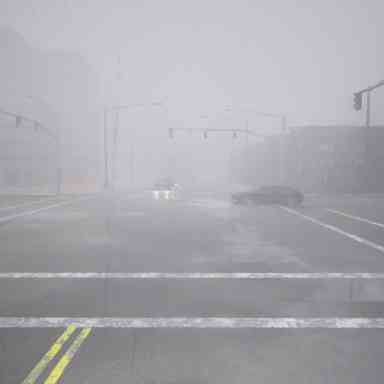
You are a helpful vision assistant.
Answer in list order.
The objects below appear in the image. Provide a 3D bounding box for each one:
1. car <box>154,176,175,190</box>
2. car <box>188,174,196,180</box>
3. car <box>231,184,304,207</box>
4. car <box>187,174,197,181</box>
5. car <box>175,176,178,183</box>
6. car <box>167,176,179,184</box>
[{"bbox_3d":[-3.589,-0.965,41.432,1.994,1.385,4.181,0,4,0],"label":"car"},{"bbox_3d":[0.018,-3.701,80.733,2.033,1.411,5.357,0,4,0],"label":"car"},{"bbox_3d":[5.164,0.230,22.901,4.892,1.490,1.837,1,4,0],"label":"car"},{"bbox_3d":[0.015,-2.975,70.906,1.994,1.385,4.181,0,4,0],"label":"car"},{"bbox_3d":[-3.583,-1.694,51.338,1.837,1.490,4.892,0,4,0],"label":"car"},{"bbox_3d":[-3.552,-2.282,61.457,1.895,1.301,4.718,0,4,0],"label":"car"}]
